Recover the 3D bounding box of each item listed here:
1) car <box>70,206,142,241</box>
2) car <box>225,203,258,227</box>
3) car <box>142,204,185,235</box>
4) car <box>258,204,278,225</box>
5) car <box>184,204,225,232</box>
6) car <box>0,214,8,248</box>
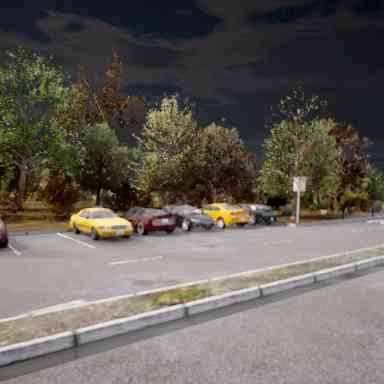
[{"bbox_3d":[-4.890,1.534,17.572,1.946,1.575,5.366,0,0,-36],"label":"car"},{"bbox_3d":[1.702,1.540,22.560,2.097,1.535,5.008,0,0,-36],"label":"car"},{"bbox_3d":[-2.779,1.572,19.363,2.163,1.488,4.792,0,0,-36],"label":"car"},{"bbox_3d":[3.935,1.537,24.173,2.231,1.521,4.892,0,0,-36],"label":"car"},{"bbox_3d":[-0.536,1.542,20.956,2.231,1.521,4.892,0,0,-36],"label":"car"},{"bbox_3d":[-9.440,1.394,14.473,2.185,1.767,4.553,0,0,-36],"label":"car"}]
